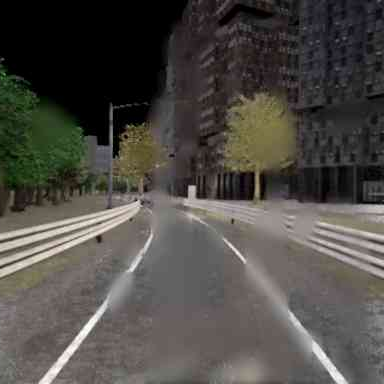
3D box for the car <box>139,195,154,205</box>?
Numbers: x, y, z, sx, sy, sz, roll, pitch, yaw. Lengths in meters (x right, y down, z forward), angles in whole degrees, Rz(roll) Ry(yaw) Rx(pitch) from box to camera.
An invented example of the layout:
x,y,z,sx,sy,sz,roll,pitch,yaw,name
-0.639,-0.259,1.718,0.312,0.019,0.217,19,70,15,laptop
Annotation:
x,y,z,sx,sy,sz,roll,pitch,yaw,name
-7.964,1.246,57.688,2.097,1.767,4.553,0,0,-19,car
